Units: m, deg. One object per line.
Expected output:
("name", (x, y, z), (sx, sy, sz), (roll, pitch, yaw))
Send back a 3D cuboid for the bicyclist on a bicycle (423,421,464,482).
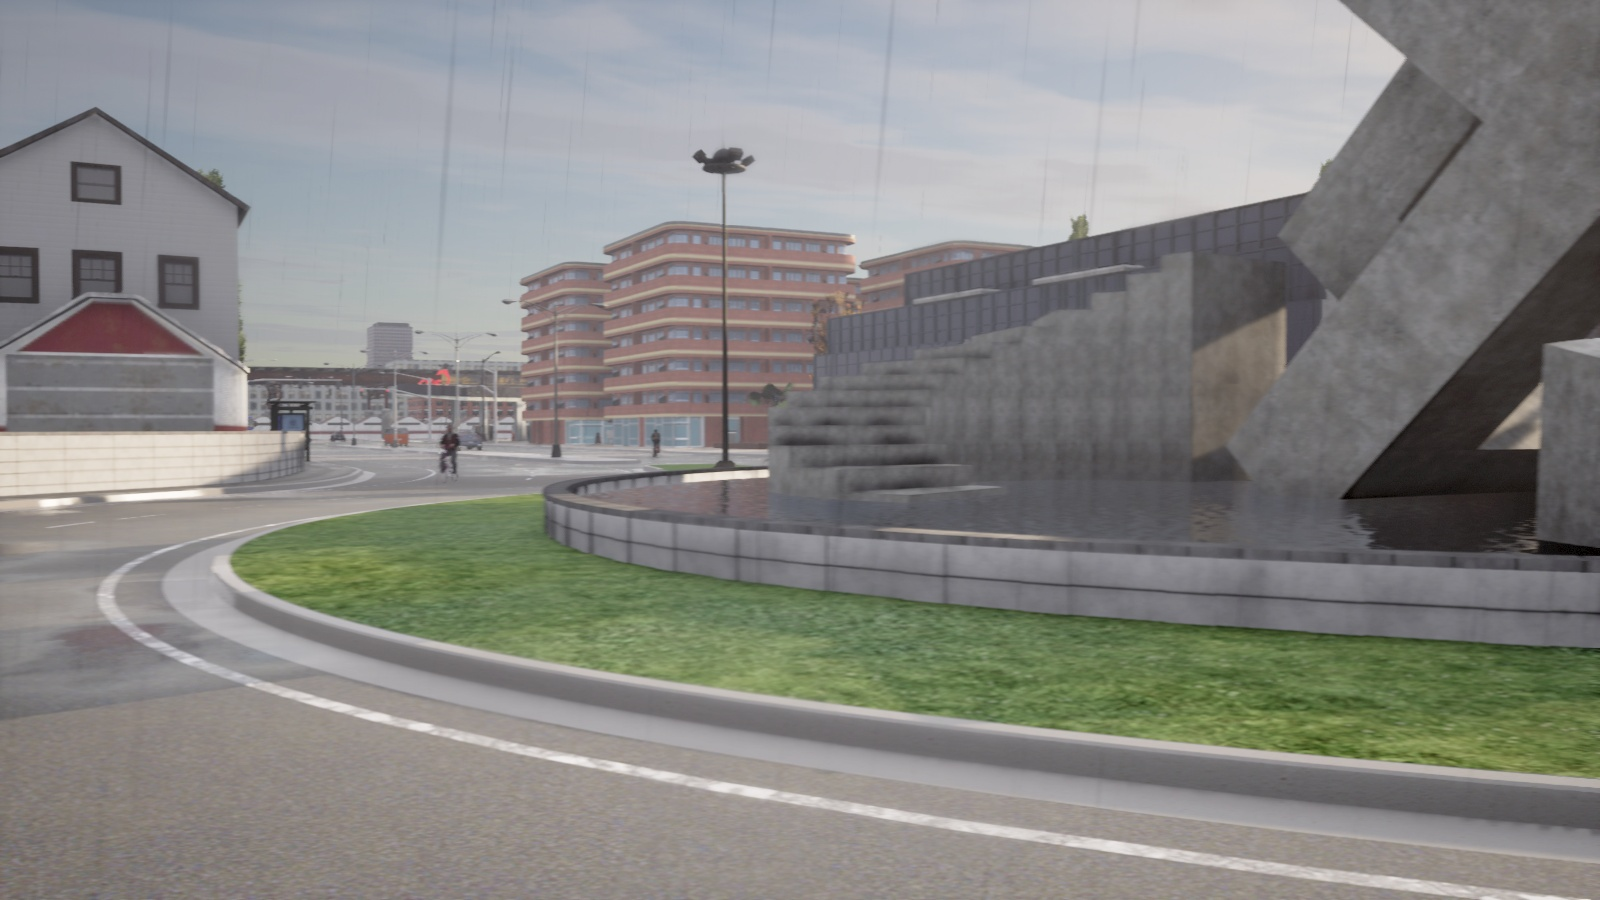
("bicyclist on a bicycle", (-10.667, 0.044, 37.619), (0.659, 1.776, 1.843), (0, 1, 1))
